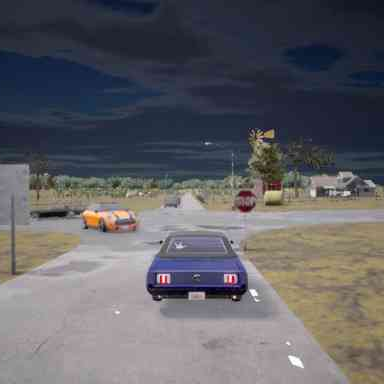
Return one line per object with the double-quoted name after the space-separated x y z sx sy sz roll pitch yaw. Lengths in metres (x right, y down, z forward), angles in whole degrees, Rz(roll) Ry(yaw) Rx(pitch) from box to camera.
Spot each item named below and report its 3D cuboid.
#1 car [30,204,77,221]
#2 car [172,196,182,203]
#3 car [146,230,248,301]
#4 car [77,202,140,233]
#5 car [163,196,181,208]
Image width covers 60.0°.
-12.146 1.764 29.576 4.718 1.301 1.895 -2 1 -15 "car"
-3.087 1.550 69.292 1.837 1.490 4.892 0 0 0 "car"
0.109 1.598 8.253 1.895 1.301 4.718 0 0 0 "car"
-4.867 1.378 19.752 2.097 1.767 4.553 -1 0 -36 "car"
-3.005 1.517 48.020 1.837 1.490 4.892 0 0 -1 "car"
